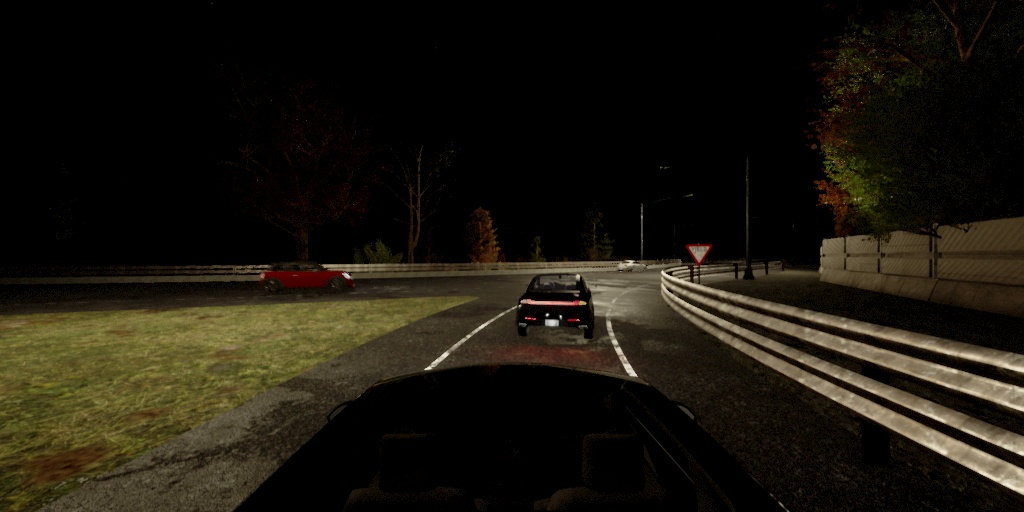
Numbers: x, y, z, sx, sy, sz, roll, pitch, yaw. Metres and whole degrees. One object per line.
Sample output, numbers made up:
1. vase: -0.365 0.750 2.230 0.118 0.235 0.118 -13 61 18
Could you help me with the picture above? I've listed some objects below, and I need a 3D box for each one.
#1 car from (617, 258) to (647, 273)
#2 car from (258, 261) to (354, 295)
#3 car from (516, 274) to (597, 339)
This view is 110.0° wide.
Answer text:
1. car: 14.517 1.263 43.426 4.674 1.442 1.812 0 0 -40
2. car: -11.257 1.092 19.955 4.553 1.767 2.097 0 0 -22
3. car: 1.338 1.240 10.159 2.128 1.511 4.902 0 0 11
